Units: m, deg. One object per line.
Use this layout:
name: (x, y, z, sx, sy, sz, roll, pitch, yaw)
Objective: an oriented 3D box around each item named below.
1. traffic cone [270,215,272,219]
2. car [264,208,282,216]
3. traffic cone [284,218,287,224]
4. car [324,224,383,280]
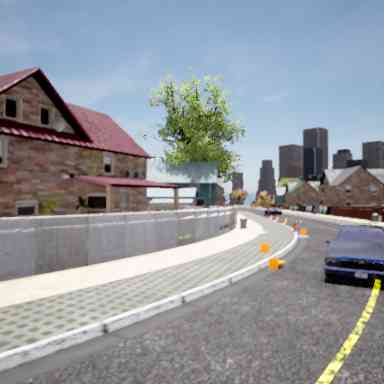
traffic cone: (10.098, 3.155, 42.424, 0.340, 0.580, 0.340, 0, -2, 6)
car: (12.913, 3.162, 53.021, 1.895, 1.301, 4.718, 0, -2, -1)
traffic cone: (9.128, 2.822, 32.474, 0.340, 0.580, 0.340, 0, -2, 6)
car: (5.495, 1.770, 10.722, 2.033, 1.411, 5.357, 0, -1, 28)
